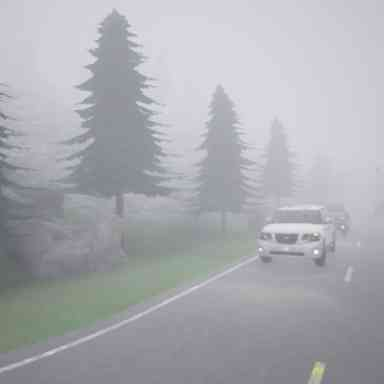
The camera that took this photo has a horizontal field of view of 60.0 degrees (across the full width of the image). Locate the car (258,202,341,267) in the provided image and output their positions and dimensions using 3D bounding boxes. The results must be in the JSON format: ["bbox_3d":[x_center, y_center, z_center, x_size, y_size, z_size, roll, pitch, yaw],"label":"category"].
[{"bbox_3d":[4.374,1.557,13.277,2.150,2.045,5.566,-2,-2,29],"label":"car"}]

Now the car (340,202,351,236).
[{"bbox_3d":[9.442,1.734,22.542,2.150,2.045,5.566,-2,-2,29],"label":"car"}]

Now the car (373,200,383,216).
[{"bbox_3d":[24.847,2.030,43.114,2.150,2.045,5.566,-2,-2,29],"label":"car"}]
